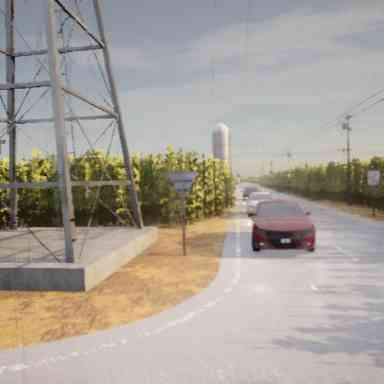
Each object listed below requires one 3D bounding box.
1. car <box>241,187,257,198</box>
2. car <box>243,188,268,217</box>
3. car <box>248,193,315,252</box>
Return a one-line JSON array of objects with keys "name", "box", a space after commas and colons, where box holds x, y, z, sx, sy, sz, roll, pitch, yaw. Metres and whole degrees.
[{"name": "car", "box": [6.400, 0.194, 36.030, 1.837, 1.490, 4.892, -1, 2, 8]}, {"name": "car", "box": [4.426, 0.734, 21.494, 1.812, 1.442, 4.674, -1, 2, 8]}, {"name": "car", "box": [3.071, 1.030, 11.905, 1.882, 1.535, 5.008, -1, 2, 10]}]
